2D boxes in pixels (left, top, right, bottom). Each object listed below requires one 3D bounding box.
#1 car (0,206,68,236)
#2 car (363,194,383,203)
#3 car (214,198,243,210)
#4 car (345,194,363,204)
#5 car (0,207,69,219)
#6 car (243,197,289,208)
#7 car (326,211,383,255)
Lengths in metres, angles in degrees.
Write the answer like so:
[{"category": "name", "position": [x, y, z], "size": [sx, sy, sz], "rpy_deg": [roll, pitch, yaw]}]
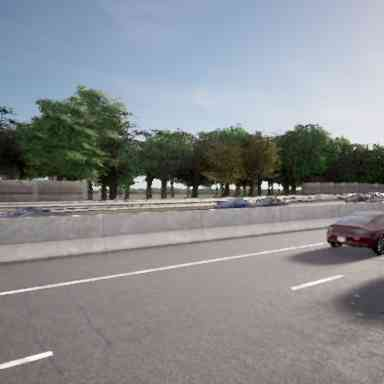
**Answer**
[{"category": "car", "position": [-9.413, 1.554, 18.752], "size": [4.181, 1.385, 1.994], "rpy_deg": [0, 0, -35]}, {"category": "car", "position": [24.166, 1.118, 41.969], "size": [5.008, 1.535, 1.882], "rpy_deg": [-1, 1, -34]}, {"category": "car", "position": [4.534, 1.410, 36.106], "size": [4.674, 1.442, 1.812], "rpy_deg": [-1, 0, -37]}, {"category": "car", "position": [25.655, 1.022, 51.454], "size": [4.902, 1.511, 2.128], "rpy_deg": [-1, 1, -34]}, {"category": "car", "position": [-7.434, 1.554, 15.865], "size": [4.181, 1.385, 1.994], "rpy_deg": [0, 0, -35]}, {"category": "car", "position": [8.138, 1.365, 35.190], "size": [4.892, 1.490, 1.837], "rpy_deg": [-1, 0, -34]}, {"category": "car", "position": [7.155, 1.476, 13.036], "size": [4.674, 1.442, 1.812], "rpy_deg": [0, 0, -35]}]
